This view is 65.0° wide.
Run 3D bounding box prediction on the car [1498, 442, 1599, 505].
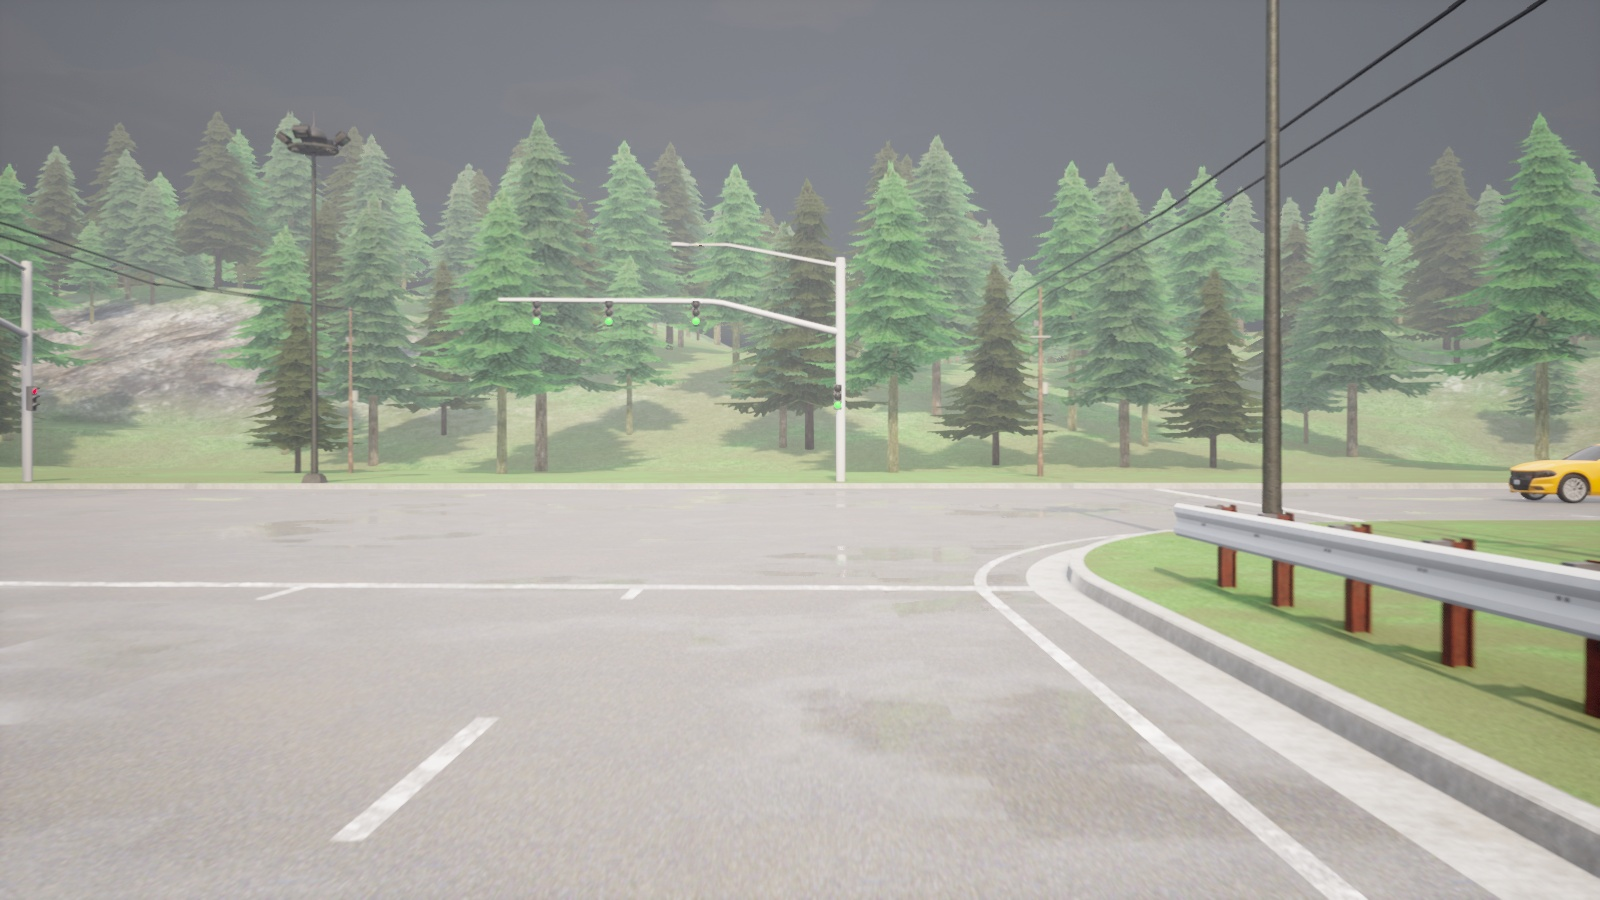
[{"bbox_3d":[20.417,0.564,31.291,5.008,1.535,1.882,0,0,1],"label":"car"}]
